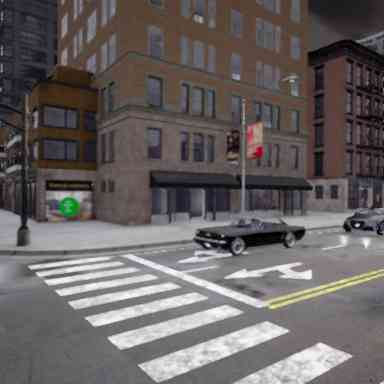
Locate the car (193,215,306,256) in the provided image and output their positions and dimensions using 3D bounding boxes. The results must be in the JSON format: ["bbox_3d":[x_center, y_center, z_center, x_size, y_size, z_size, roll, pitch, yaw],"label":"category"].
[{"bbox_3d":[2.387,1.625,13.368,4.718,1.301,1.895,0,0,-36],"label":"car"}]

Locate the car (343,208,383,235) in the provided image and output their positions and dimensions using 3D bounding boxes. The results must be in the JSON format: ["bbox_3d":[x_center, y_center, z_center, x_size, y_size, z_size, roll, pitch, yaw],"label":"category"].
[{"bbox_3d":[10.547,1.615,19.200,4.181,1.385,1.994,0,0,-37],"label":"car"}]
